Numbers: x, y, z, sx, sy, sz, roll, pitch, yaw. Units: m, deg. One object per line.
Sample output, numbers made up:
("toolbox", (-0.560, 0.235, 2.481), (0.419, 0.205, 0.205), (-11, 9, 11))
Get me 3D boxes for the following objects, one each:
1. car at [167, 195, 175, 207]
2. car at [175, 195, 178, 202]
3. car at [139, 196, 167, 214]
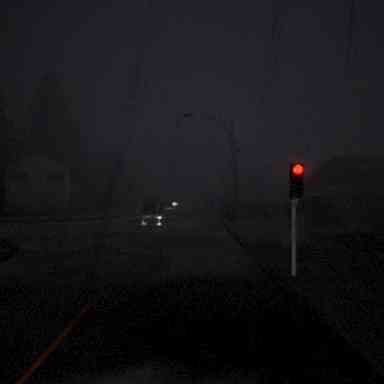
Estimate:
("car", (-4.037, 1.383, 49.486), (1.882, 1.535, 5.008), (0, 0, 0))
("car", (-3.923, 1.361, 68.842), (2.128, 1.511, 4.902), (0, 0, 0))
("car", (-4.063, 1.287, 34.067), (2.097, 1.767, 4.553), (0, 0, 0))
